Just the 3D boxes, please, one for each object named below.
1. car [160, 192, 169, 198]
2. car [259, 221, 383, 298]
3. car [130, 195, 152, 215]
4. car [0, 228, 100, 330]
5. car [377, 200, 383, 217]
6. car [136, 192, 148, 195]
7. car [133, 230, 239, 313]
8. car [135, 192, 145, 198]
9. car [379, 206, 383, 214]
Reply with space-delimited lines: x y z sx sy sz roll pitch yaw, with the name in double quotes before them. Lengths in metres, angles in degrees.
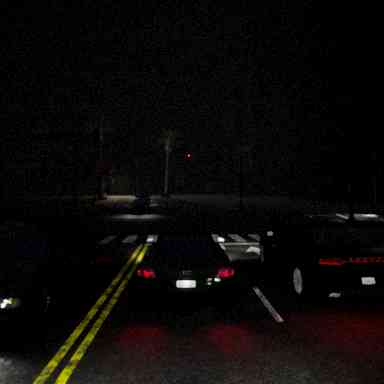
"car" -7.152 0.753 86.674 2.128 1.511 4.902 0 1 -13
"car" 3.128 1.475 8.571 1.882 1.535 5.008 0 0 -3
"car" -5.173 1.387 33.458 1.882 1.535 5.008 0 0 -6
"car" -3.513 1.545 7.411 2.033 1.411 5.357 0 0 -2
"car" 19.289 1.485 29.999 4.181 1.385 1.994 0 0 13
"car" -7.681 1.147 53.989 1.837 1.490 4.892 0 2 -8
"car" -0.149 1.561 7.774 1.994 1.385 4.181 0 0 -1
"car" -13.097 0.800 83.543 1.994 1.385 4.181 0 1 -13
"car" 18.338 1.413 26.878 5.008 1.535 1.882 0 0 12
